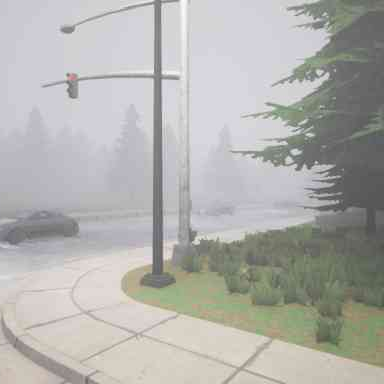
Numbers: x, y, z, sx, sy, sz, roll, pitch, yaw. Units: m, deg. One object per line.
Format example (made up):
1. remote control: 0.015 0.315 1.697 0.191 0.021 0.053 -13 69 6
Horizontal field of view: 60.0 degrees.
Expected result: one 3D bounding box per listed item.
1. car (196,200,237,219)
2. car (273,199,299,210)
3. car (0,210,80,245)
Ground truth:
1. car: 2.250 1.466 29.481 2.128 1.511 4.902 0 0 35
2. car: 12.300 1.574 43.552 1.895 1.301 4.718 0 0 37
3. car: -7.400 1.537 15.498 1.994 1.385 4.181 0 0 35
